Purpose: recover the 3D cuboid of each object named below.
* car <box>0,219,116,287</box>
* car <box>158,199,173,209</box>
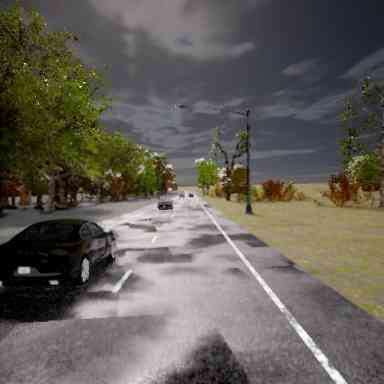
[{"bbox_3d":[-3.517,1.486,9.437,1.882,1.535,5.008,0,0,0],"label":"car"},{"bbox_3d":[-3.603,1.581,45.766,1.895,1.301,4.718,0,0,0],"label":"car"}]
